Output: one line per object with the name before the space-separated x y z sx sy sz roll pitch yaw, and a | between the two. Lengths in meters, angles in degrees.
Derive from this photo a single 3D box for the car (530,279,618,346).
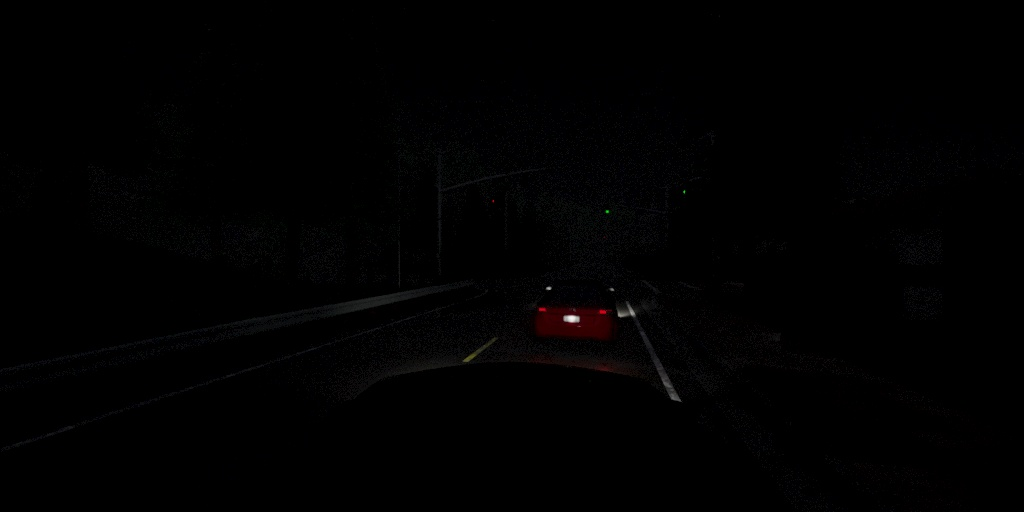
car | 1.782 1.316 9.622 1.994 1.385 4.181 0 0 15
